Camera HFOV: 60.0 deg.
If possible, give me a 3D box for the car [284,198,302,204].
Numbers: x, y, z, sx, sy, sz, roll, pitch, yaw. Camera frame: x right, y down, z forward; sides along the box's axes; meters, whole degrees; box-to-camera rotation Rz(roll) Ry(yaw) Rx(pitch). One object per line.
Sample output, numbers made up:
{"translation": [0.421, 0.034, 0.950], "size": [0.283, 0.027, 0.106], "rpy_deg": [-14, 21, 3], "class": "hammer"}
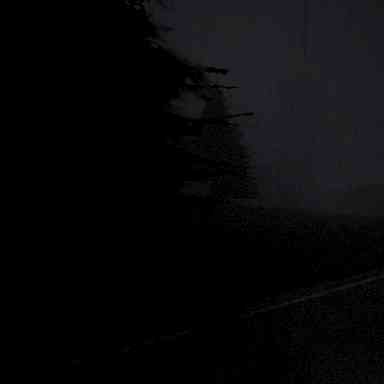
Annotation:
{"translation": [15.782, 1.808, 52.739], "size": [3.988, 1.617, 1.851], "rpy_deg": [1, 0, -36], "class": "car"}
